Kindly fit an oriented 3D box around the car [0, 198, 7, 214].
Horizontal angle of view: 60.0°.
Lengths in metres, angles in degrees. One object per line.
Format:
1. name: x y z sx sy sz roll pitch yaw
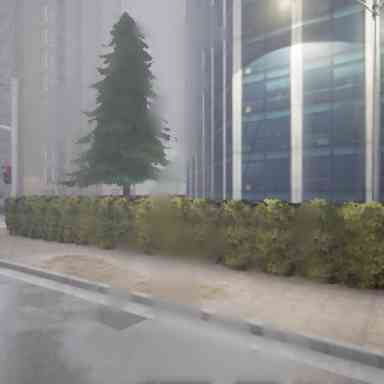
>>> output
1. car: -18.870 1.351 32.071 2.097 1.767 4.553 0 0 36
